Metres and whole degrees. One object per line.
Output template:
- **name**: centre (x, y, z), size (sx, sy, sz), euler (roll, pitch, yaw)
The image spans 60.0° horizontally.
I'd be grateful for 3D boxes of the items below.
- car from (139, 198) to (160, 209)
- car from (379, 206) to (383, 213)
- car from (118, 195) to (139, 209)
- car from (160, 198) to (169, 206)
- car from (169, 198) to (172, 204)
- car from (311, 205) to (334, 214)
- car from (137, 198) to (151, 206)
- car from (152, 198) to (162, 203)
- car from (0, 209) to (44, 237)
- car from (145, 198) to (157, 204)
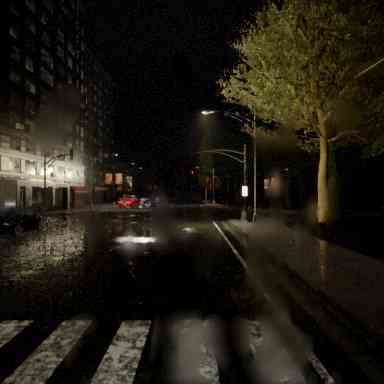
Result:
- **car**: centre (-6.476, 1.802, 50.892), size (1.812, 1.442, 4.674), euler (0, -1, 0)
- **car**: centre (45.319, 4.136, 77.886), size (4.892, 1.490, 1.837), euler (3, -3, -45)
- **car**: centre (-9.727, 1.498, 50.857), size (2.150, 2.045, 5.566), euler (0, -1, 0)
- **car**: centre (-6.353, 2.010, 66.999), size (2.033, 1.411, 5.357), euler (0, -1, 0)
- **car**: centre (-6.315, 2.101, 78.355), size (1.882, 1.535, 5.008), euler (0, -1, 0)
- **car**: centre (20.981, 2.802, 53.251), size (2.033, 1.411, 5.357), euler (0, -2, 43)
- **car**: centre (-9.604, 1.959, 67.156), size (2.128, 1.511, 4.902), euler (0, -1, 0)
- **car**: centre (-9.533, 2.357, 91.281), size (2.033, 1.411, 5.357), euler (0, -1, 0)
- **car**: centre (-9.808, 1.611, 18.158), size (1.994, 1.385, 4.181), euler (0, 0, 0)
- **car**: centre (-9.565, 2.162, 78.332), size (2.033, 1.411, 5.357), euler (0, -1, 0)
